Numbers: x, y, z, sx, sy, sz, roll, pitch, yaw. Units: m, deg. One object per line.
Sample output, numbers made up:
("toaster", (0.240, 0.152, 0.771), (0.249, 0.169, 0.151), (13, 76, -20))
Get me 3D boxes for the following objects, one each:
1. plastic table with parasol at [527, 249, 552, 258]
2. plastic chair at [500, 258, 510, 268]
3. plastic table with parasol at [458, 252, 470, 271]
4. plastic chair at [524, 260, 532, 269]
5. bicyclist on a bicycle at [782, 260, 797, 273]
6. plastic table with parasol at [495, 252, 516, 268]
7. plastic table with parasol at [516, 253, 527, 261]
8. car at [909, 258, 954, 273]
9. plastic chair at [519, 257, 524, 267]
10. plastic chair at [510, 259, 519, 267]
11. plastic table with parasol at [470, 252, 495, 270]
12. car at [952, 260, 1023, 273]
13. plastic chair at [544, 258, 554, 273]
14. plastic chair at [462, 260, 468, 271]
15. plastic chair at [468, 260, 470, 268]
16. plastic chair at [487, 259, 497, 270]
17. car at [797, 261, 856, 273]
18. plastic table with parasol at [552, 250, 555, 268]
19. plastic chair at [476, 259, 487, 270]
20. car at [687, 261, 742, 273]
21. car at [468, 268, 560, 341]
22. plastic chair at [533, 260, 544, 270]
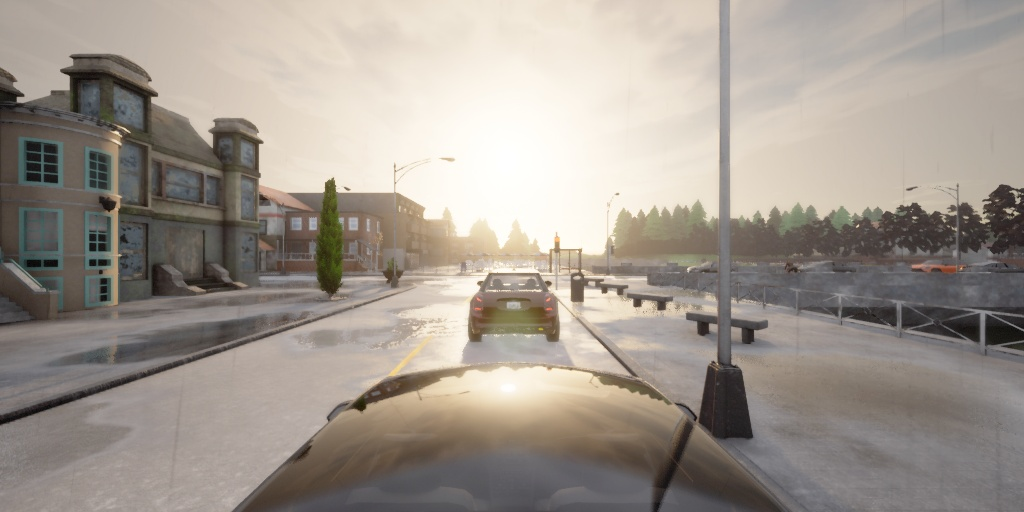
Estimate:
("plastic table with parasol", (3.736, 0.675, 49.194), (2.482, 2.480, 2.482), (0, 0, 0))
("plastic chair", (-1.083, 1.279, 55.740), (0.750, 1.272, 0.730), (0, 0, 0))
("plastic table with parasol", (-6.950, 0.675, 56.569), (2.482, 2.480, 2.482), (0, 0, 0))
("plastic chair", (2.396, 1.279, 49.228), (0.730, 1.272, 0.750), (0, 0, 0))
("bicyclist on a bicycle", (19.889, 1.099, 25.676), (0.582, 1.620, 1.656), (0, 0, 0))
("plastic table with parasol", (-1.029, 0.675, 56.940), (2.482, 2.480, 2.482), (0, 0, 0))
("plastic table with parasol", (1.366, 0.675, 64.542), (2.482, 2.480, 2.482), (0, 0, 0))
("car", (40.407, 1.101, 33.981), (4.553, 1.767, 2.097), (0, 0, 1))
("plastic chair", (1.246, 1.279, 63.364), (0.750, 1.272, 0.730), (0, 0, 0))
("plastic chair", (0.321, 1.279, 56.835), (0.730, 1.272, 0.750), (0, 0, 0))
("plastic table with parasol", (-4.082, 0.675, 49.970), (2.482, 2.480, 2.482), (0, 0, 0))
("car", (40.464, 1.255, 29.898), (4.892, 1.490, 1.837), (0, 0, 1))
("plastic chair", (4.995, 1.279, 49.020), (0.730, 1.272, 0.750), (0, 0, 0))
("plastic chair", (-6.880, 1.279, 55.391), (0.750, 1.272, 0.730), (0, 0, 0))
("plastic chair", (-5.401, 1.279, 50.054), (0.730, 1.272, 0.750), (0, 0, 0))
("plastic chair", (-2.802, 1.279, 49.846), (0.730, 1.272, 0.750), (0, 0, 0))
("car", (29.672, 1.254, 34.038), (4.892, 1.490, 1.837), (0, 0, 0))
("plastic table with parasol", (5.174, 0.675, 57.819), (2.482, 2.480, 2.482), (0, 0, 0))
("plastic chair", (-4.206, 1.279, 48.750), (0.750, 1.272, 0.730), (0, 0, 0))
("car", (19.235, 1.241, 34.077), (4.902, 1.511, 2.128), (0, 0, 0))
("car", (0.065, 1.102, 9.995), (2.097, 1.767, 4.553), (0, 0, 1))
("plastic chair", (3.592, 1.279, 47.924), (0.750, 1.272, 0.730), (0, 0, 0))
